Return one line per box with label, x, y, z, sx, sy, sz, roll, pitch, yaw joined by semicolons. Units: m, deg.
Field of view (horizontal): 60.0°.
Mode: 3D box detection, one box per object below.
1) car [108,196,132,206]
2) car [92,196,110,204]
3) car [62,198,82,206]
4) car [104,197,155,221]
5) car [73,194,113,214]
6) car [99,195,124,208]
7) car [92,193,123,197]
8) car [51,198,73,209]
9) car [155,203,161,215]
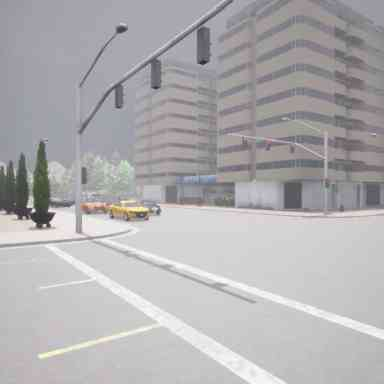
car;-12.199;1.491;56.122;2.128;1.511;4.902;0;0;-35
car;-17.509;1.505;63.759;1.837;1.490;4.892;0;0;-34
car;-19.539;1.601;54.148;1.895;1.301;4.718;0;0;-34
car;-5.251;1.478;27.373;1.882;1.535;5.008;0;0;-35
car;-10.436;1.352;34.836;2.097;1.767;4.553;0;0;-35
car;-12.147;1.352;49.913;2.097;1.767;4.553;0;0;-35
car;-10.602;1.352;41.213;2.097;1.767;4.553;0;0;-35
car;-18.122;1.600;45.913;1.895;1.301;4.718;0;0;-35
car;-4.818;1.491;32.884;2.128;1.511;4.902;0;0;-35
